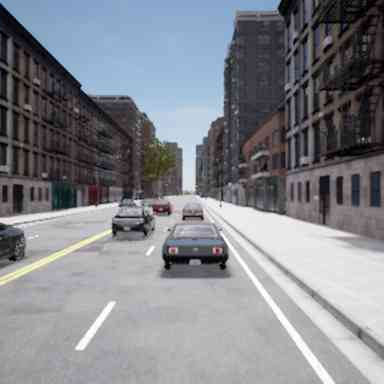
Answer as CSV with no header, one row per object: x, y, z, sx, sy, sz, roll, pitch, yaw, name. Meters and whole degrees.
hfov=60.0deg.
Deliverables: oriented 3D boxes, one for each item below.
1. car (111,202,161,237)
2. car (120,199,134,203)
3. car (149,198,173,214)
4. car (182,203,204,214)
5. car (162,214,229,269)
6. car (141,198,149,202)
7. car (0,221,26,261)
-3.153,1.564,18.570,2.128,1.511,4.902,0,0,0,car
-9.832,1.783,50.679,1.994,1.385,4.181,0,0,0,car
-3.156,1.627,36.093,1.882,1.535,5.008,0,0,0,car
0.094,1.665,29.064,2.033,1.411,5.357,0,0,0,car
0.097,1.645,11.338,1.895,1.301,4.718,0,0,0,car
-6.588,1.708,50.265,2.128,1.511,4.902,0,0,0,car
-6.614,1.563,9.714,1.812,1.442,4.674,0,0,0,car
